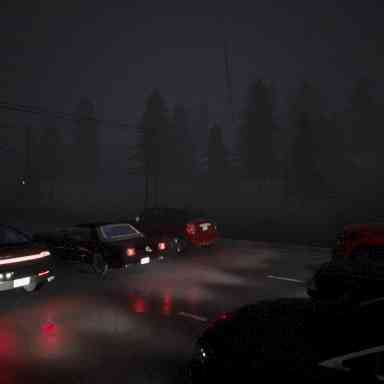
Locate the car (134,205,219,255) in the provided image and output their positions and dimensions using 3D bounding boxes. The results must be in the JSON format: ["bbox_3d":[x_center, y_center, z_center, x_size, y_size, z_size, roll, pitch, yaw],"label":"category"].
[{"bbox_3d":[-1.246,1.352,13.474,4.553,1.767,2.097,0,0,36],"label":"car"}]

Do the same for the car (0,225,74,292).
[{"bbox_3d":[-5.196,1.492,7.692,4.902,1.511,2.128,0,0,35],"label":"car"}]

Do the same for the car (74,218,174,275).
[{"bbox_3d":[-3.067,1.601,10.469,4.718,1.301,1.895,0,0,37],"label":"car"}]

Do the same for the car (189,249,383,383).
[{"bbox_3d":[2.208,1.492,2.401,4.902,1.511,2.128,0,0,36],"label":"car"}]

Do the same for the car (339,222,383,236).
[{"bbox_3d":[6.422,1.221,8.013,5.566,2.045,2.150,0,0,35],"label":"car"}]

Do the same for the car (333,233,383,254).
[{"bbox_3d":[4.362,1.601,5.184,4.718,1.301,1.895,0,0,35],"label":"car"}]
